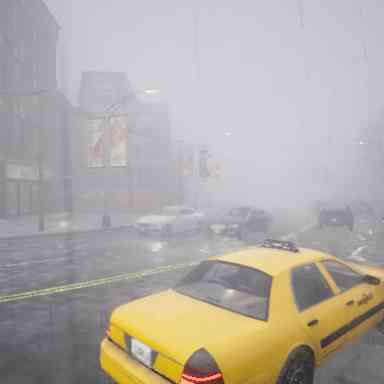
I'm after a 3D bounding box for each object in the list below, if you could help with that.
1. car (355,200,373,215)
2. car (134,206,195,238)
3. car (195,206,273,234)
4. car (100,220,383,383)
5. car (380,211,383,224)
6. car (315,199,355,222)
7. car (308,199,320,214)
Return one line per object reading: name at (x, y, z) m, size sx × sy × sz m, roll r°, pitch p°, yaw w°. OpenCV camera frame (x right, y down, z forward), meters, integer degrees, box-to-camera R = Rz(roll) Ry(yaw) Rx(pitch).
car at (16.942, 1.549, 34.172) m, size 1.994 × 1.385 × 4.181 m, roll 0°, pitch 0°, yaw 10°
car at (-0.990, 1.510, 17.862) m, size 1.812 × 1.442 × 4.674 m, roll 0°, pitch 0°, yaw 36°
car at (2.516, 1.480, 16.744) m, size 2.128 × 1.511 × 4.902 m, roll 0°, pitch 0°, yaw 35°
car at (1.418, 1.453, 4.811) m, size 5.366 × 1.575 × 1.801 m, roll 0°, pitch 0°, yaw -42°
car at (11.750, 1.500, 18.431) m, size 1.837 × 1.490 × 4.892 m, roll 0°, pitch 1°, yaw 27°
car at (9.266, 1.467, 21.314) m, size 1.882 × 1.535 × 5.008 m, roll 0°, pitch 0°, yaw 26°
car at (13.537, 1.487, 34.968) m, size 1.837 × 1.490 × 4.892 m, roll 0°, pitch 0°, yaw 9°
